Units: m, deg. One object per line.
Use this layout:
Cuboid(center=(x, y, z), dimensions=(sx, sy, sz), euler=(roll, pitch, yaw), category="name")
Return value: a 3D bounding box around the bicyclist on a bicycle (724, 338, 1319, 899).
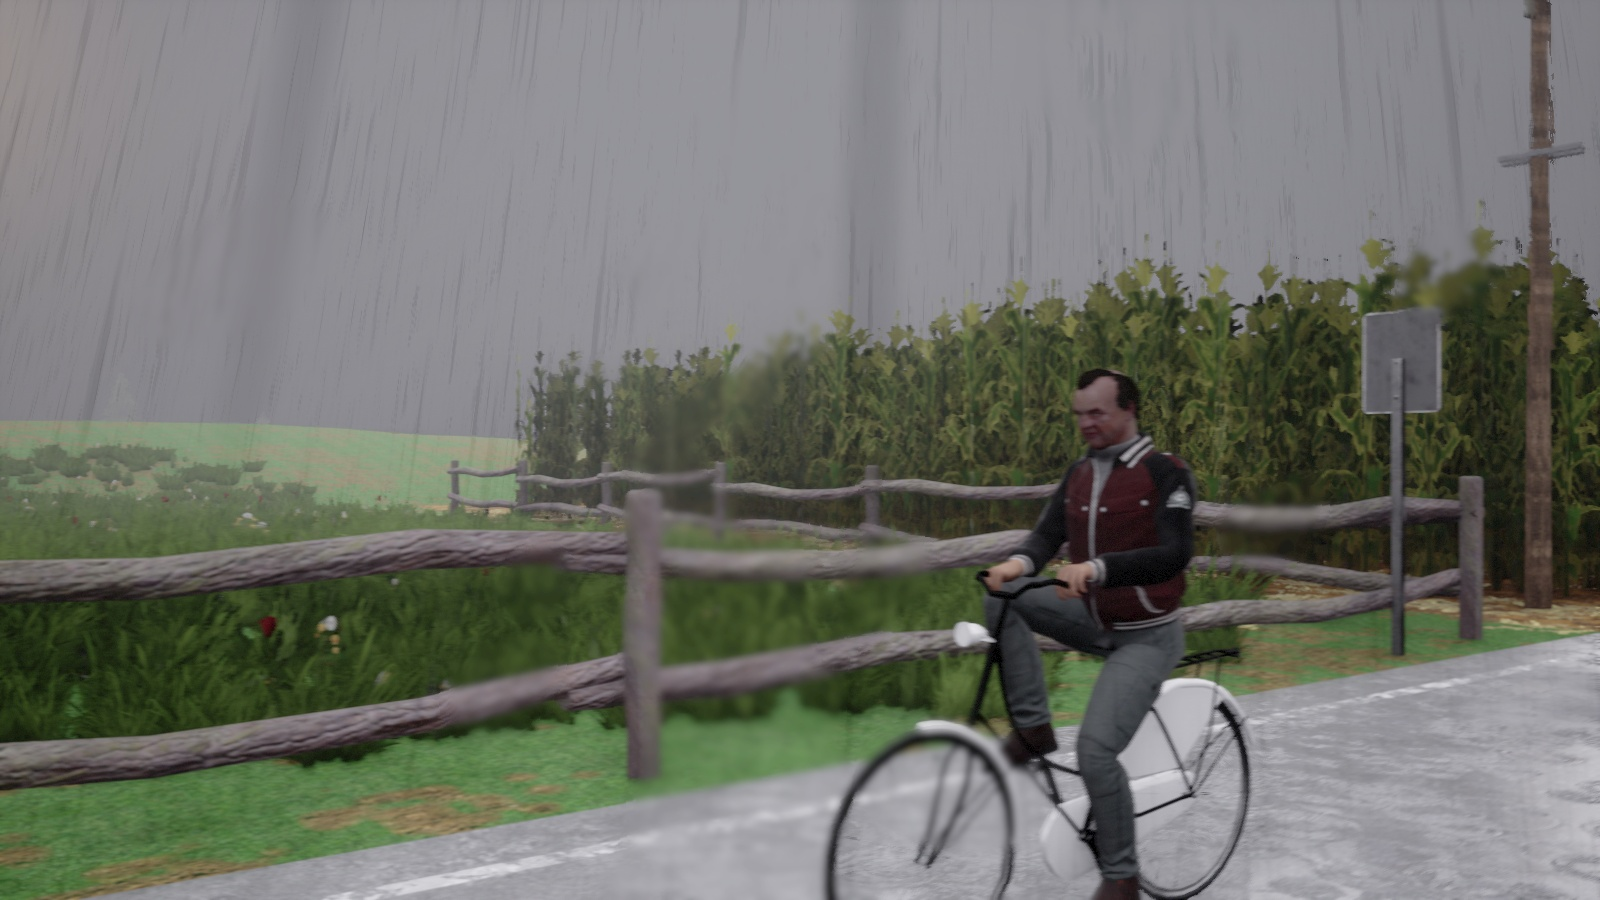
Cuboid(center=(0.732, 0.623, 3.798), dimensions=(1.843, 1.776, 0.659), euler=(0, 0, -35), category="bicyclist on a bicycle")
